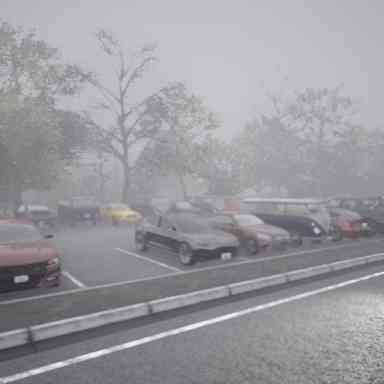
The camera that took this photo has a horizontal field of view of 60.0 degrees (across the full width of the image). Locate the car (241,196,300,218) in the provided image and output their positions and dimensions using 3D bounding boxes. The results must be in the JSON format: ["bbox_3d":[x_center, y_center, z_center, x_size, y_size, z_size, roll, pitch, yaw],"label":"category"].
[{"bbox_3d":[7.879,1.422,33.879,2.435,2.045,5.566,1,-1,-35],"label":"car"}]

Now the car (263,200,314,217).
[{"bbox_3d":[10.220,1.724,35.574,2.097,1.535,5.008,1,-1,-35],"label":"car"}]

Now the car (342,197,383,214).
[{"bbox_3d":[23.774,1.766,45.200,2.435,2.045,5.566,1,-1,-35],"label":"car"}]

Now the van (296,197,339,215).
[{"bbox_3d":[14.563,1.594,38.817,1.878,1.987,4.442,1,-1,-35],"label":"van"}]

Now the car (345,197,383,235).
[{"bbox_3d":[8.645,1.276,18.436,2.435,2.045,5.566,1,-1,-35],"label":"car"}]

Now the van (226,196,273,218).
[{"bbox_3d":[5.538,1.399,32.390,1.878,1.987,4.442,1,-1,-35],"label":"van"}]

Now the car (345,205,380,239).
[{"bbox_3d":[6.401,1.538,16.839,2.163,1.488,4.792,1,0,-35],"label":"car"}]

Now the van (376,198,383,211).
[{"bbox_3d":[30.457,1.938,50.137,1.878,1.987,4.442,1,-1,-35],"label":"van"}]

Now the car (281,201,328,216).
[{"bbox_3d":[12.474,1.813,37.184,2.002,1.452,4.674,1,-1,-35],"label":"car"}]

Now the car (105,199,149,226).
[{"bbox_3d":[-5.452,1.496,24.193,1.946,1.575,5.366,0,0,-35],"label":"car"}]

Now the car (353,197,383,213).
[{"bbox_3d":[26.030,1.815,46.806,2.435,2.045,5.566,1,-1,-35],"label":"car"}]

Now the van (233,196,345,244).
[{"bbox_3d":[4.219,1.278,15.106,1.878,1.987,4.442,0,0,-35],"label":"van"}]

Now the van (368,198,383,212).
[{"bbox_3d":[28.337,1.889,48.340,1.878,1.987,4.442,1,-1,-35],"label":"van"}]

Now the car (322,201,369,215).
[{"bbox_3d":[19.244,1.920,42.001,2.097,1.535,5.008,1,-1,-35],"label":"car"}]

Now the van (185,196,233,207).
[{"bbox_3d":[1.155,1.301,28.982,1.878,1.987,4.442,1,0,-35],"label":"van"}]

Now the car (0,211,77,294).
[{"bbox_3d":[-4.897,1.487,8.763,2.097,1.535,5.008,0,0,-35],"label":"car"}]

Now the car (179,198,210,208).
[{"bbox_3d":[-1.051,1.508,27.560,2.097,1.535,5.008,0,0,-35],"label":"car"}]

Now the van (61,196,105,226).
[{"bbox_3d":[-7.884,1.269,22.831,1.878,1.987,4.442,0,0,-35],"label":"van"}]

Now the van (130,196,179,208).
[{"bbox_3d":[-3.236,1.278,25.854,1.878,1.987,4.442,0,0,-35],"label":"van"}]

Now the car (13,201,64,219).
[{"bbox_3d":[-10.069,1.492,21.124,2.231,1.521,4.892,0,0,-35],"label":"car"}]

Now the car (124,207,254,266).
[{"bbox_3d":[-0.355,1.525,11.955,2.163,1.488,4.792,0,0,-35],"label":"car"}]

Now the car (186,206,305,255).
[{"bbox_3d":[1.889,1.540,13.593,2.002,1.452,4.674,0,0,-35],"label":"car"}]
